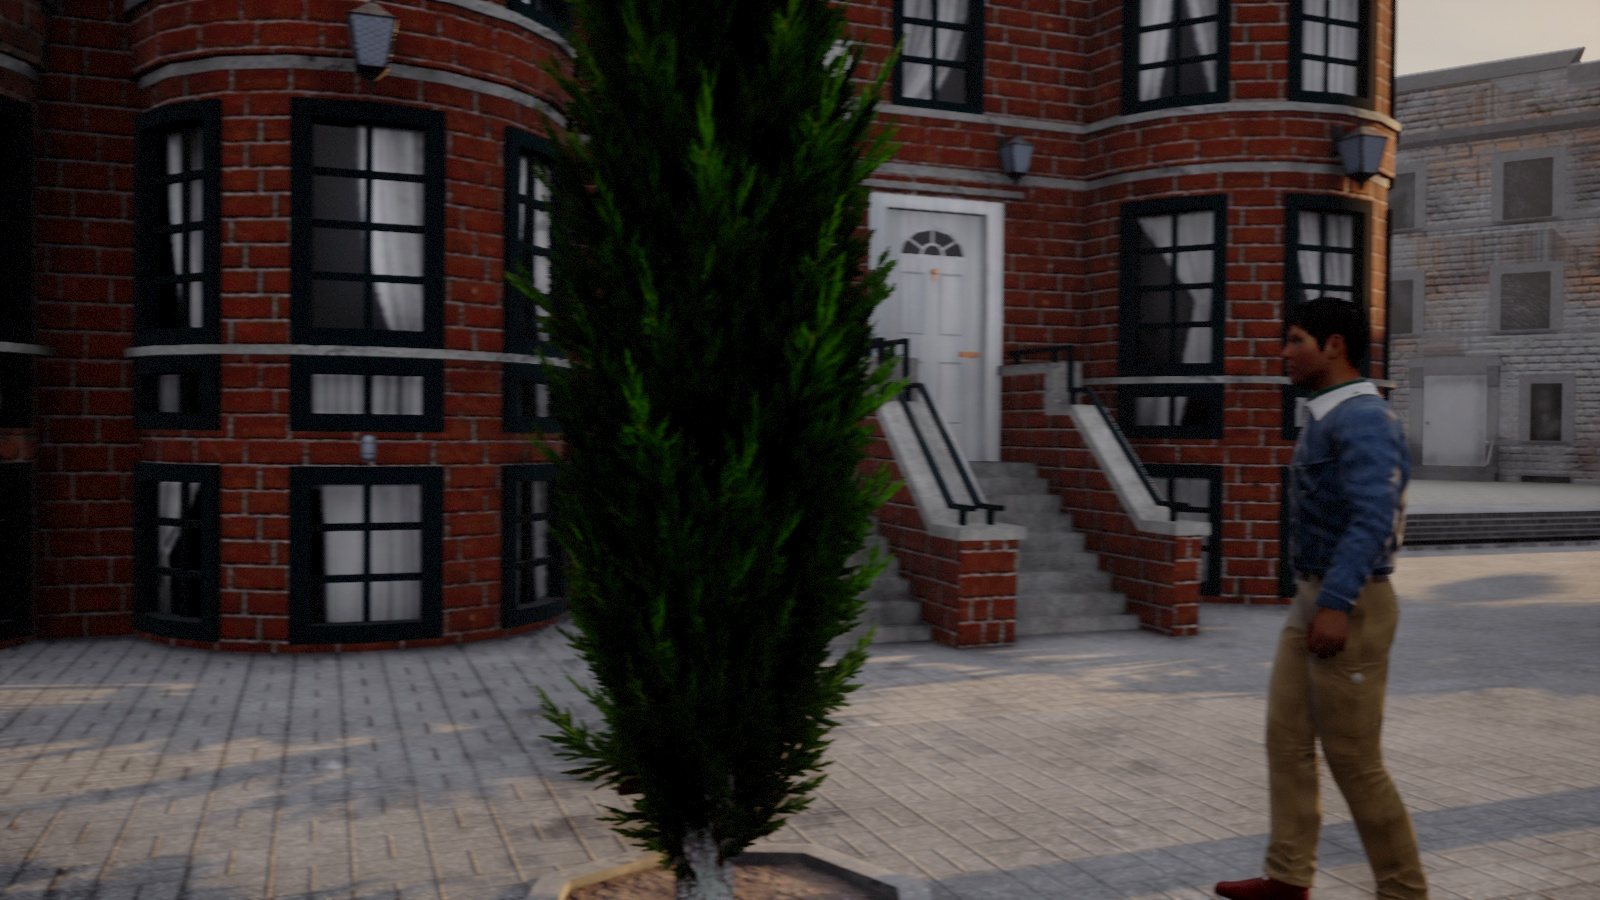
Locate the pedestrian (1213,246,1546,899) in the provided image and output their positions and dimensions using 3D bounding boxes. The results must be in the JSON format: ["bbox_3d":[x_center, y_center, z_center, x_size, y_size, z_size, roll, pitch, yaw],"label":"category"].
[{"bbox_3d":[1.649,0.429,3.647,0.788,1.949,0.423,0,1,9],"label":"pedestrian"}]
